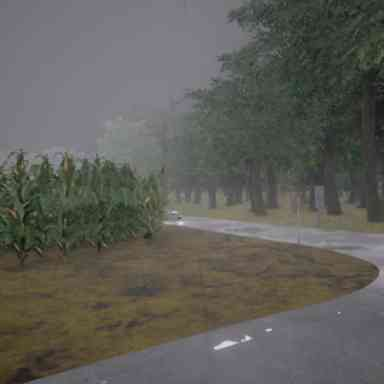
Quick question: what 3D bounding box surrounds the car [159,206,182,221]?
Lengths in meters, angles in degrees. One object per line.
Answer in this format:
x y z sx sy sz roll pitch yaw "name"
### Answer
-2.725 2.184 34.399 1.812 1.442 4.674 -1 0 -29 "car"
